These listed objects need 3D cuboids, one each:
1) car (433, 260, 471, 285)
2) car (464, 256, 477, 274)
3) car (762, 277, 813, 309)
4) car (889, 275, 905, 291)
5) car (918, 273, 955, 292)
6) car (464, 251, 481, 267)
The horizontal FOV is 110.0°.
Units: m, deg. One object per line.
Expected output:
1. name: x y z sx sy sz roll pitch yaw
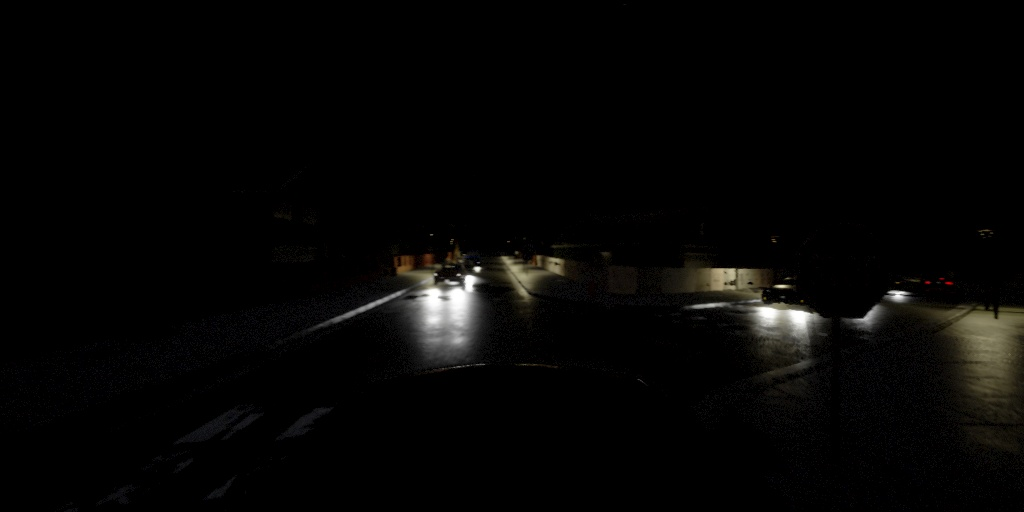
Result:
1. car: -4.122 1.199 24.388 1.895 1.301 4.718 1 1 -3
2. car: -4.643 1.014 34.326 1.895 1.301 4.718 1 1 -3
3. car: 14.117 1.756 17.638 4.181 1.385 1.994 2 -1 -34
4. car: 34.131 2.407 32.553 4.718 1.301 1.895 2 -1 -39
5. car: 39.148 2.456 32.937 5.357 1.411 2.033 2 -1 -40
6. car: -5.406 0.340 49.476 2.150 2.045 5.566 1 1 -3
